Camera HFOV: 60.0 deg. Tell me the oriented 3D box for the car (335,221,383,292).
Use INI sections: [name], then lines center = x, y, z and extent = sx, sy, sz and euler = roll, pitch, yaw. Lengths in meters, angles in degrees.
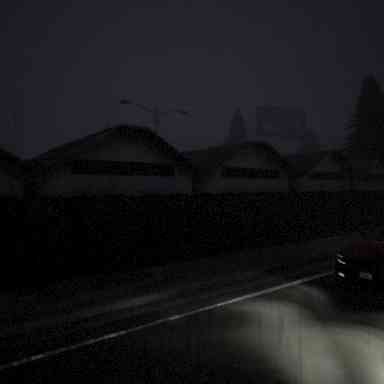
[car]
center = 5.481, 1.390, 8.205
extent = 5.008, 1.535, 1.882
euler = -1, 0, -37
